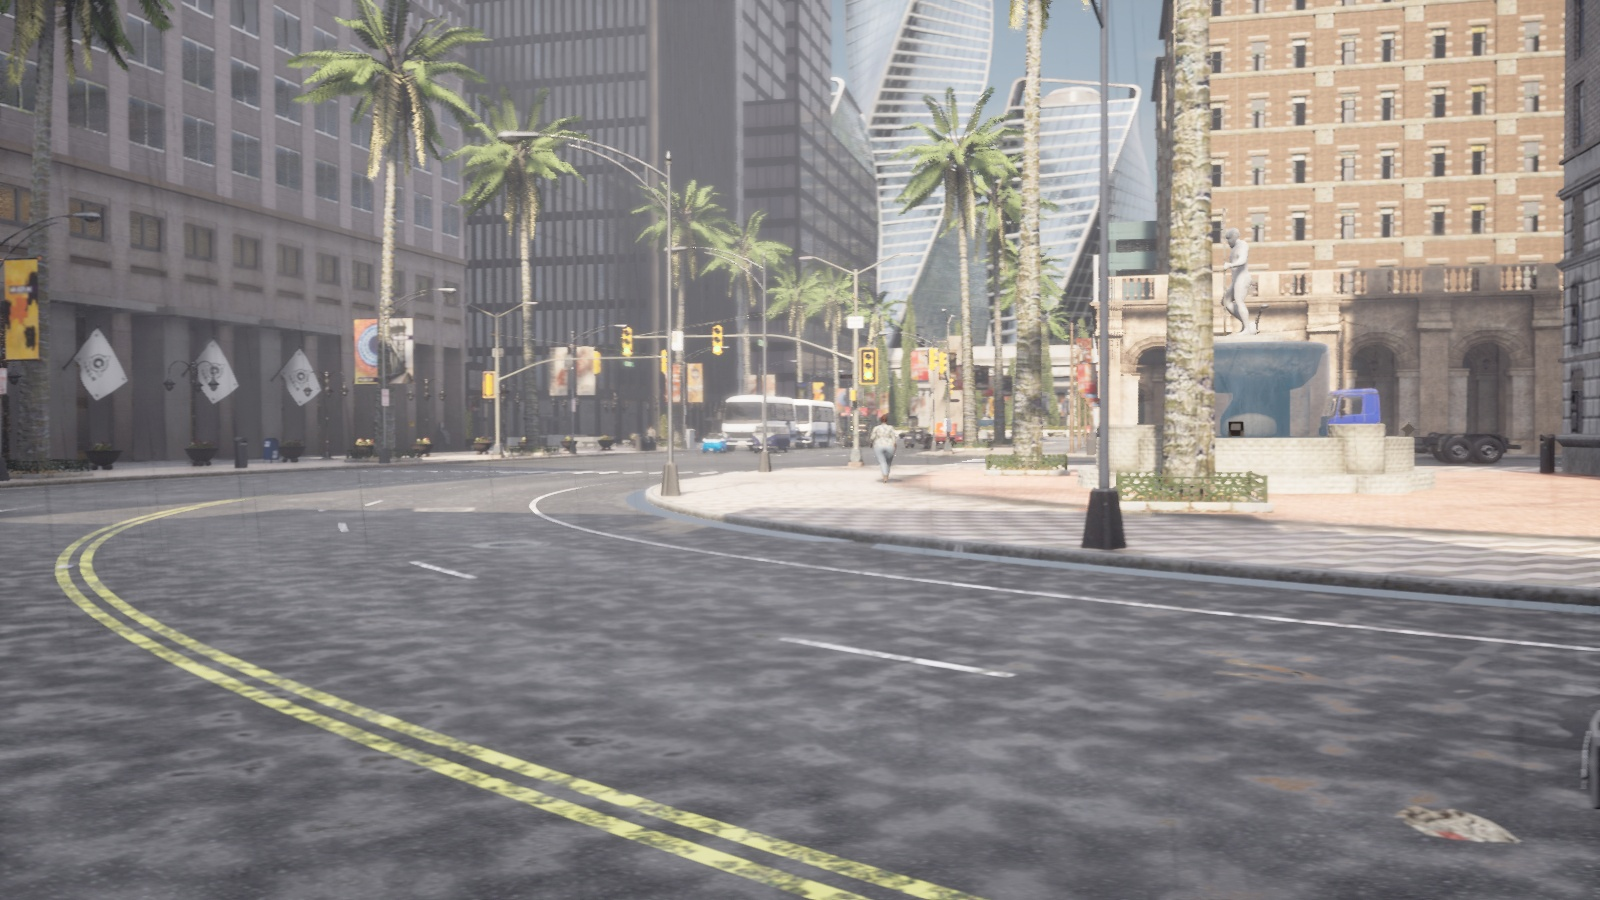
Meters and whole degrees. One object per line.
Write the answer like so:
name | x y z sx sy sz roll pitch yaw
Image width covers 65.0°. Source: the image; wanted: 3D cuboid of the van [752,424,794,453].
van | -1.867 -0.806 87.276 1.775 1.987 4.442 0 1 15

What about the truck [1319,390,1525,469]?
truck | 27.991 -0.942 56.905 7.936 3.462 2.891 0 1 15

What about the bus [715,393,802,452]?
bus | -3.008 -2.090 96.746 3.944 4.253 10.273 0 1 15

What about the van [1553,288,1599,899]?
van | 4.532 0.548 3.119 4.442 1.987 1.775 1 1 35

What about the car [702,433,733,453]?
car | -5.664 -0.509 86.556 1.481 1.376 2.207 0 1 15

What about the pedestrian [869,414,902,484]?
pedestrian | 2.293 -0.042 33.852 0.874 1.855 0.900 0 1 4
